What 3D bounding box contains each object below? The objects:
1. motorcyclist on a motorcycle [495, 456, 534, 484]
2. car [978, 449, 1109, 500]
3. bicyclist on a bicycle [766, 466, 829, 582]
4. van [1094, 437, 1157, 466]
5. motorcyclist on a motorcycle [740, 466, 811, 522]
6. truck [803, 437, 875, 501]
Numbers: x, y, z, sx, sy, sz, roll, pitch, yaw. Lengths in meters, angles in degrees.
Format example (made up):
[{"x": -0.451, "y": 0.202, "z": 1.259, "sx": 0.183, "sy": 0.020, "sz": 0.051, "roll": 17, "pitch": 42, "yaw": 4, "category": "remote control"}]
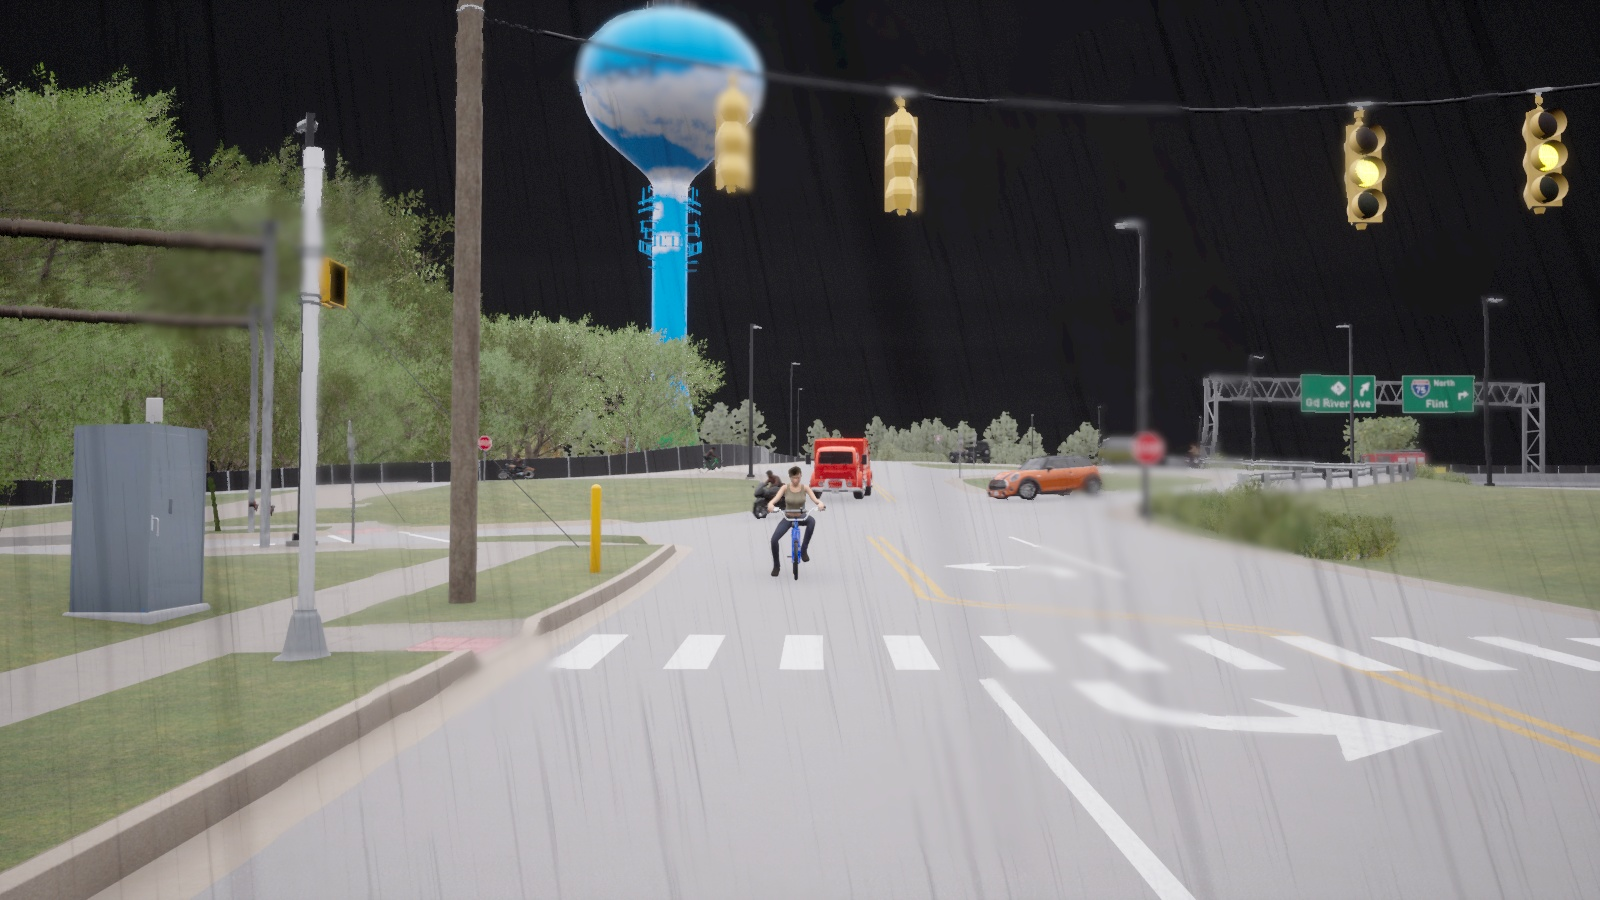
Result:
[{"x": -17.944, "y": 1.233, "z": 78.954, "sx": 2.350, "sy": 1.649, "sz": 0.766, "roll": -2, "pitch": -1, "yaw": -13, "category": "motorcyclist on a motorcycle"}, {"x": 9.543, "y": 0.961, "z": 49.240, "sx": 4.553, "sy": 1.767, "sz": 2.097, "roll": -2, "pitch": -1, "yaw": -22, "category": "car"}, {"x": -0.056, "y": 1.042, "z": 18.222, "sx": 0.866, "sy": 1.612, "sz": 1.509, "roll": 0, "pitch": -1, "yaw": -1, "category": "bicyclist on a bicycle"}, {"x": 23.384, "y": 0.092, "z": 90.374, "sx": 1.775, "sy": 1.987, "sz": 4.442, "roll": 1, "pitch": 0, "yaw": -29, "category": "van"}, {"x": -0.765, "y": 1.387, "z": 39.811, "sx": 2.044, "sy": 1.523, "sz": 0.797, "roll": -6, "pitch": -1, "yaw": -43, "category": "motorcyclist on a motorcycle"}, {"x": 1.721, "y": 0.744, "z": 53.385, "sx": 2.627, "sy": 2.467, "sz": 5.204, "roll": 0, "pitch": 2, "yaw": 6, "category": "truck"}]
